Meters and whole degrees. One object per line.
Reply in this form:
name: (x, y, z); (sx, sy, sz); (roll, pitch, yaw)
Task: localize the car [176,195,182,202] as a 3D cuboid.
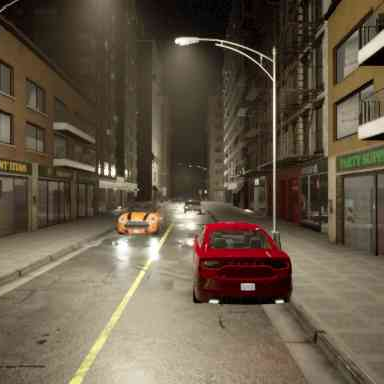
car: (-2.745, 1.568, 78.203); (1.882, 1.535, 5.008); (0, 0, 0)

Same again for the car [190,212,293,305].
car: (0.963, 1.480, 8.201); (1.882, 1.535, 5.008); (0, 0, 0)

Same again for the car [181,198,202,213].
car: (0.080, 1.621, 36.636); (1.895, 1.301, 4.718); (0, 0, 0)

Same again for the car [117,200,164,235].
car: (-2.748, 1.358, 18.701); (2.097, 1.767, 4.553); (0, 0, 0)

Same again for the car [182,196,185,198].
car: (0.030, 1.523, 46.711); (2.128, 1.511, 4.902); (0, 0, 0)
